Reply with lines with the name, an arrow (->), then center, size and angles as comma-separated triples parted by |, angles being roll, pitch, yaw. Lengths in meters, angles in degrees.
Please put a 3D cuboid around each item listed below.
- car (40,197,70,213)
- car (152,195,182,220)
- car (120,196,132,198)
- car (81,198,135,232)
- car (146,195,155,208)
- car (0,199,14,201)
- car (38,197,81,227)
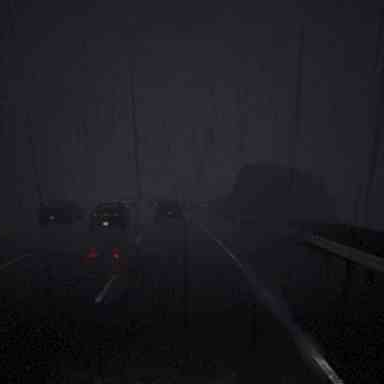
car -> -13.856, 1.258, 33.866 | 1.837, 1.490, 4.892 | 0, 0, -11
car -> -1.873, 1.278, 25.644 | 1.882, 1.535, 5.008 | 0, 1, -8
car -> -7.376, 1.210, 37.145 | 2.128, 1.511, 4.902 | 0, 0, -11
car -> -4.566, 1.348, 19.002 | 2.128, 1.511, 4.902 | 0, 0, -6
car -> -4.620, 1.162, 40.946 | 1.882, 1.535, 5.008 | 0, 0, -12
car -> -29.903, 1.184, 53.582 | 1.994, 1.385, 4.181 | 0, 0, -17
car -> -8.372, 1.319, 21.619 | 1.882, 1.535, 5.008 | 0, 0, -7
